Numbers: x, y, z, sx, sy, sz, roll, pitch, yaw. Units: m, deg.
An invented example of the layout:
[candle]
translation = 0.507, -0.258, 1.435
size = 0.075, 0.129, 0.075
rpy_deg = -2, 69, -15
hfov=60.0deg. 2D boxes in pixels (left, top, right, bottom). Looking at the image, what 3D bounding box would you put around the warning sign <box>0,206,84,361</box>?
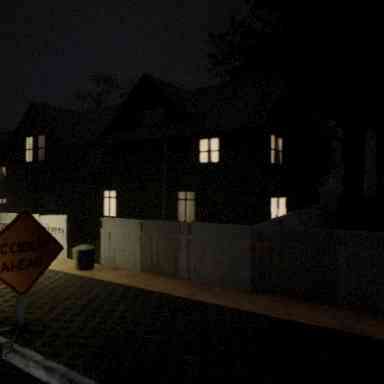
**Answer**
[warning sign]
translation = -2.477, 1.165, 4.847
size = 1.060, 1.860, 1.300
rpy_deg = 1, -1, 35
